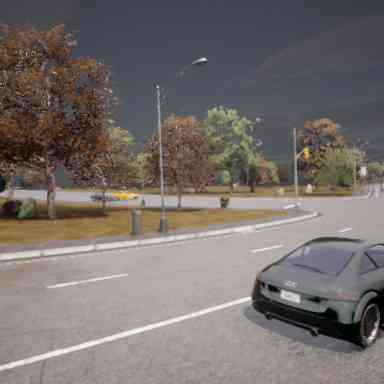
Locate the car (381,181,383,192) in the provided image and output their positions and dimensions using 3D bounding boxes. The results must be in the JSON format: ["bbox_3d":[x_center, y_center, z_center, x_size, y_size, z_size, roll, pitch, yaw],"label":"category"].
[{"bbox_3d":[35.539,-1.139,60.059,2.150,2.045,5.566,-1,2,29],"label":"car"}]

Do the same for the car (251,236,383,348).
[{"bbox_3d":[3.070,1.563,6.396,4.181,1.385,1.994,-1,0,-39],"label":"car"}]

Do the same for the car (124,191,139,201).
[{"bbox_3d":[-10.389,0.530,51.320,5.008,1.535,1.882,2,4,32],"label":"car"}]

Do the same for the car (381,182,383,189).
[{"bbox_3d":[43.453,-1.564,74.445,1.882,1.535,5.008,-1,2,29],"label":"car"}]

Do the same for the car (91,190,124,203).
[{"bbox_3d":[-12.718,0.720,48.655,4.674,1.442,1.812,2,4,32],"label":"car"}]
